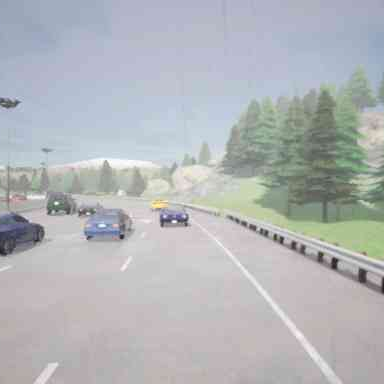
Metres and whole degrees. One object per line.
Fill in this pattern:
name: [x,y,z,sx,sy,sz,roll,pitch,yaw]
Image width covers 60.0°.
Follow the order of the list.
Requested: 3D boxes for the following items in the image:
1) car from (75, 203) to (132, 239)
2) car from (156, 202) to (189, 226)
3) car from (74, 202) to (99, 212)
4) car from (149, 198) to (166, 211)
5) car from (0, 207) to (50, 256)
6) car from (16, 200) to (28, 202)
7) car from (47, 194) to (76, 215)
car: [-4.255,1.555,17.393,2.033,1.411,5.357,0,0,-5]
car: [-1.367,1.603,23.428,1.895,1.301,4.718,0,0,-7]
car: [-9.568,1.618,31.761,1.895,1.301,4.718,0,0,-9]
car: [-4.165,1.484,41.090,1.882,1.535,5.008,0,0,-11]
car: [-7.460,1.540,13.043,1.812,1.442,4.674,0,0,-4]
car: [-30.609,1.278,59.187,2.150,2.045,5.566,0,0,-18]
car: [-13.692,1.247,35.144,2.150,2.045,5.566,0,0,-10]
